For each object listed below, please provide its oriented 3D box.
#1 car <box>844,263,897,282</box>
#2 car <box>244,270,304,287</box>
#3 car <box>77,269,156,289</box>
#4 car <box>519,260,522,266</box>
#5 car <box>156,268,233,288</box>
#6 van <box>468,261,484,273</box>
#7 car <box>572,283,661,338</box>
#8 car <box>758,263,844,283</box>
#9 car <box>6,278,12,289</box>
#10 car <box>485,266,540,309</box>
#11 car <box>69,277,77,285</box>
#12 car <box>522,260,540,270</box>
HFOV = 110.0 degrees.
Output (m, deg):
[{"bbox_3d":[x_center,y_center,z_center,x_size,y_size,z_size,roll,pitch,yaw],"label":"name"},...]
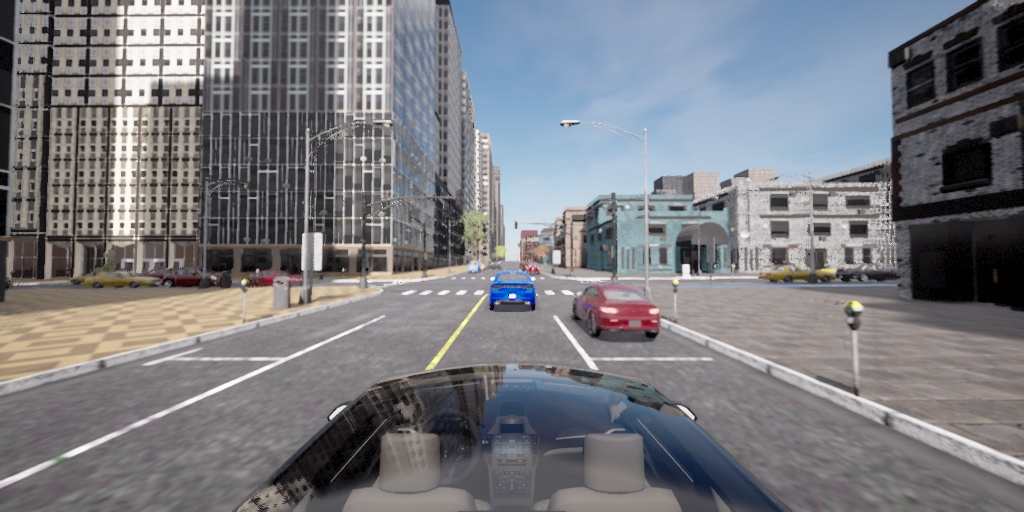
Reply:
[{"bbox_3d":[26.062,1.234,26.010,4.403,1.370,2.007,0,0,1],"label":"car"},{"bbox_3d":[-17.409,1.686,26.439,4.207,1.307,1.802,0,0,1],"label":"car"},{"bbox_3d":[-28.605,1.740,26.549,4.829,1.417,1.751,0,0,1],"label":"car"},{"bbox_3d":[2.714,1.702,59.617,2.192,1.841,5.009,0,0,0],"label":"car"},{"bbox_3d":[-23.092,1.599,26.495,4.097,1.591,1.967,0,0,1],"label":"car"},{"bbox_3d":[-5.669,1.666,53.908,1.690,1.789,3.998,0,0,0],"label":"van"},{"bbox_3d":[2.819,1.429,10.310,1.802,1.307,4.207,0,0,0],"label":"car"},{"bbox_3d":[20.700,1.262,26.063,4.829,1.417,1.751,0,0,1],"label":"car"},{"bbox_3d":[-40.142,1.765,26.663,4.097,1.591,1.967,0,0,1],"label":"car"},{"bbox_3d":[0.039,1.388,16.051,1.882,1.535,5.008,0,0,1],"label":"car"},{"bbox_3d":[-40.226,2.090,35.042,4.829,1.417,1.751,0,0,1],"label":"car"},{"bbox_3d":[2.709,1.703,48.270,1.967,1.591,4.097,0,0,0],"label":"car"}]
